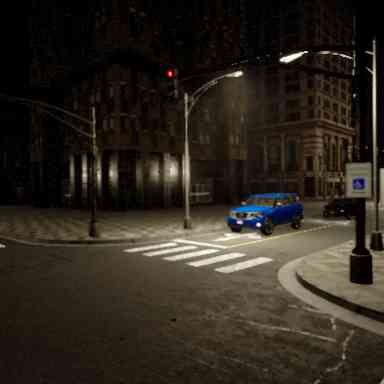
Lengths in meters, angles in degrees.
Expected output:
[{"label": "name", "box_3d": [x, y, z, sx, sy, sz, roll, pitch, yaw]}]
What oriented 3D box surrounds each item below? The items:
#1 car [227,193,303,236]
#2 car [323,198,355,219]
[{"label": "car", "box_3d": [4.209, 1.117, 18.465, 2.150, 2.045, 5.566, 0, 1, 42]}, {"label": "car", "box_3d": [12.357, 1.239, 26.901, 1.882, 1.535, 5.008, 0, 1, 44]}]
